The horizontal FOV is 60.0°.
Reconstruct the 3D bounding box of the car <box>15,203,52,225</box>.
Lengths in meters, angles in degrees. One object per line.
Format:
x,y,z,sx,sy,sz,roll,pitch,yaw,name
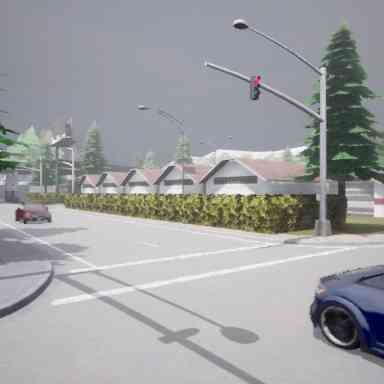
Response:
-11.820,1.528,24.641,1.812,1.442,4.674,0,1,-37,car

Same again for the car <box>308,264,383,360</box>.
3.682,1.630,4.211,1.994,1.385,4.181,0,1,-37,car
